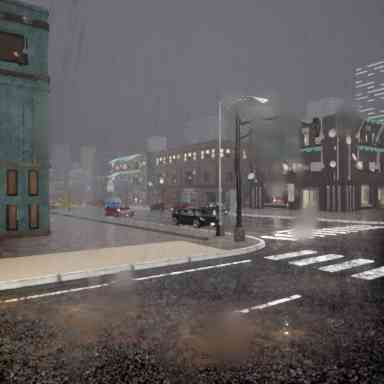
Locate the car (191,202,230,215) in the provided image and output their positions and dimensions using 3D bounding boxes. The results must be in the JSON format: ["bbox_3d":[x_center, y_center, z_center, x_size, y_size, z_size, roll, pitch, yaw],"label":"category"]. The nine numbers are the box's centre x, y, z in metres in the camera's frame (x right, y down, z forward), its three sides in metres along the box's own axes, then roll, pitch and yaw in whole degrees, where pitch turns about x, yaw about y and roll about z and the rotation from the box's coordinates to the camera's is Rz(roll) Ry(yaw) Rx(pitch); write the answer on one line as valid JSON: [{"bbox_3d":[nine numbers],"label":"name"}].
[{"bbox_3d":[2.235,1.809,35.853,2.008,1.369,4.403,-2,0,-35],"label":"car"}]

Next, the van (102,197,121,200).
[{"bbox_3d":[-13.765,1.906,58.438,1.690,1.788,3.998,-1,0,-35],"label":"van"}]

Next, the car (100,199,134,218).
[{"bbox_3d":[-7.804,1.846,35.524,1.967,1.590,4.097,-1,0,-35],"label":"car"}]

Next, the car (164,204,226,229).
[{"bbox_3d":[0.120,1.814,24.130,1.947,1.339,4.313,-1,0,-35],"label":"car"}]

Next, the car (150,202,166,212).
[{"bbox_3d":[-4.161,1.966,44.887,1.802,1.307,4.206,-1,0,-35],"label":"car"}]

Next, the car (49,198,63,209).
[{"bbox_3d":[-23.699,2.232,57.971,1.752,1.417,4.829,-1,0,-35],"label":"car"}]

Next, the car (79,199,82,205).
[{"bbox_3d":[-26.556,2.363,76.506,1.947,1.339,4.313,-1,0,-35],"label":"car"}]

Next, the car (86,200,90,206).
[{"bbox_3d":[-20.158,2.227,67.472,1.887,1.381,4.507,-1,0,-35],"label":"car"}]

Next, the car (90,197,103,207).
[{"bbox_3d":[-16.965,1.939,62.954,2.192,1.841,5.009,-1,0,-35],"label":"car"}]

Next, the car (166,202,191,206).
[{"bbox_3d":[-0.963,1.903,40.370,1.802,1.307,4.206,-2,0,-35],"label":"car"}]
